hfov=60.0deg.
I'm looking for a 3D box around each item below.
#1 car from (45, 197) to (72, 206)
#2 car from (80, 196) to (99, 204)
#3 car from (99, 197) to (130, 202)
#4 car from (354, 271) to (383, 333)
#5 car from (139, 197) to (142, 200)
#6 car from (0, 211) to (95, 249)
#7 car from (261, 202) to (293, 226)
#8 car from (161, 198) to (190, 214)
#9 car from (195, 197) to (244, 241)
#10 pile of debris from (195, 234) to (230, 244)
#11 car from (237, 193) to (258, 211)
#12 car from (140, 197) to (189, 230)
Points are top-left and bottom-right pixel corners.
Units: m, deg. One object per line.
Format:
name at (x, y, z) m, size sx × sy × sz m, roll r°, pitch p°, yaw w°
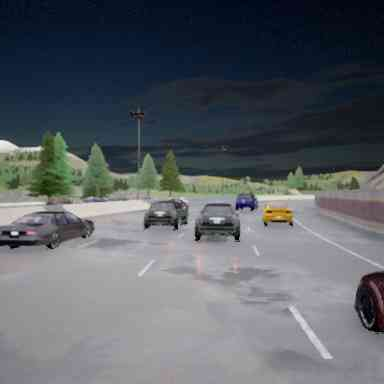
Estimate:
car at (-19.879, 1.447, 49.723) m, size 1.994 × 1.385 × 4.181 m, roll 0°, pitch 0°, yaw 19°
car at (-15.485, 1.418, 51.822) m, size 1.812 × 1.442 × 4.674 m, roll 0°, pitch 0°, yaw 19°
car at (-11.697, 1.451, 52.135) m, size 2.033 × 1.411 × 5.357 m, roll 0°, pitch 0°, yaw 20°
car at (3.782, 1.570, 4.133) m, size 1.994 × 1.385 × 4.181 m, roll 0°, pitch 0°, yaw 2°
car at (-7.610, 1.478, 52.937) m, size 1.994 × 1.385 × 4.181 m, roll 0°, pitch 0°, yaw 21°
car at (-6.023, 1.513, 14.305) m, size 2.033 × 1.411 × 5.357 m, roll 0°, pitch 0°, yaw 6°
car at (6.021, 1.466, 23.754) m, size 1.882 × 1.535 × 5.008 m, roll 0°, pitch 0°, yaw 10°
car at (-1.755, 1.477, 36.514) m, size 1.812 × 1.442 × 4.674 m, roll 0°, pitch 0°, yaw 15°
car at (1.389, 1.334, 16.936) m, size 2.097 × 1.767 × 4.553 m, roll 0°, pitch 0°, yaw 7°
pile of debris at (0.977, 2.160, 15.394) m, size 1.500 × 0.140 × 1.860 m, roll 0°, pitch 0°, yaw 7°
car at (6.699, 1.192, 40.476) m, size 2.150 × 2.045 × 5.566 m, roll 0°, pitch 0°, yaw 18°
car at (-1.514, 1.322, 21.180) m, size 2.097 × 1.767 × 4.553 m, roll 0°, pitch 0°, yaw 9°
